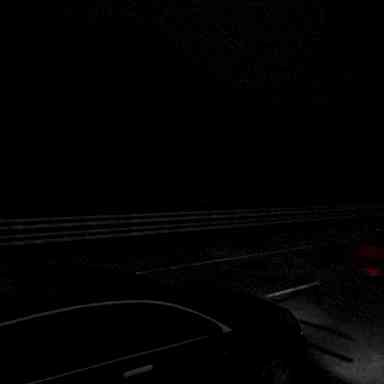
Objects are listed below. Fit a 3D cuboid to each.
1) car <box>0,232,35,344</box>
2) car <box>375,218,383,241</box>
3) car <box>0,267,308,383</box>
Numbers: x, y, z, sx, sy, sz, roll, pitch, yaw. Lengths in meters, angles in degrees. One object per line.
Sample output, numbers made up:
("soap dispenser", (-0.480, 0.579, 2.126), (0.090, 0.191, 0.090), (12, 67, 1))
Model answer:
("car", (-4.882, 1.525, 4.563), (4.674, 1.442, 1.812), (0, 0, -36))
("car", (10.205, 1.525, 15.322), (4.674, 1.442, 1.812), (0, 1, -36))
("car", (-0.929, 1.506, 3.083), (4.892, 1.490, 1.837), (0, 0, -35))
